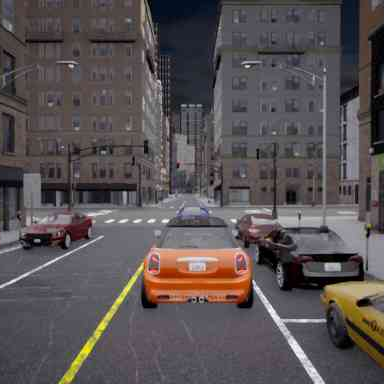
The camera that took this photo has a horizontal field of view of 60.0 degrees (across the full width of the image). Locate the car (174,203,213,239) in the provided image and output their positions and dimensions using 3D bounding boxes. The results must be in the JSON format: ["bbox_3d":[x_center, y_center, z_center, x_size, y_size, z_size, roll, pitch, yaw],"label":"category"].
[{"bbox_3d":[0.105,1.471,18.339,1.882,1.535,5.008,0,0,1],"label":"car"}]

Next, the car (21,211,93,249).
[{"bbox_3d":[-5.675,1.539,14.438,1.887,1.381,4.507,-1,0,0],"label":"car"}]

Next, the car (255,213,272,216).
[{"bbox_3d":[2.870,1.576,14.439,1.802,1.307,4.206,-1,0,0],"label":"car"}]

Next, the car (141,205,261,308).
[{"bbox_3d":[0.099,1.349,8.051,2.097,1.767,4.553,0,0,0],"label":"car"}]

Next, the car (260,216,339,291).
[{"bbox_3d":[2.869,1.563,8.854,1.947,1.339,4.313,-1,0,0],"label":"car"}]

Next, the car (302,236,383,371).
[{"bbox_3d":[2.867,1.524,3.437,1.752,1.417,4.829,-1,0,0],"label":"car"}]
